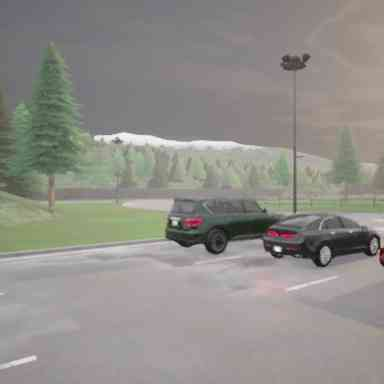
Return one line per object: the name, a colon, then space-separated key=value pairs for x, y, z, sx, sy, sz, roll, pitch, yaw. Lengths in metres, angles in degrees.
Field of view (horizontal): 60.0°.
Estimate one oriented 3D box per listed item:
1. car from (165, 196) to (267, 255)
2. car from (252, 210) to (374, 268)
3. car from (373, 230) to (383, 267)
car: x=1.588 y=1.194 z=13.514 sx=5.566 sy=2.045 sz=2.150 roll=0 pitch=0 yaw=-35
car: x=4.532 y=1.471 z=11.308 sx=4.892 sy=1.490 sz=1.837 roll=1 pitch=0 yaw=-35
car: x=6.996 y=1.567 z=8.762 sx=4.718 sy=1.301 sz=1.895 roll=0 pitch=0 yaw=-35
